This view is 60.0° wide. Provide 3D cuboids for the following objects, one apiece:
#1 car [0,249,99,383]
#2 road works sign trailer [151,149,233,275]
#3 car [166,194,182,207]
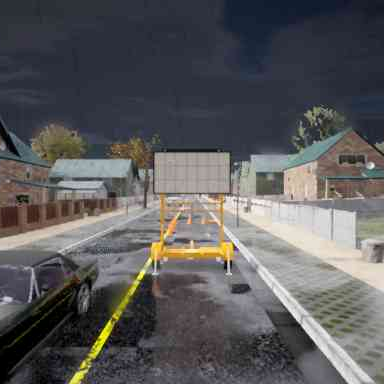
[{"bbox_3d":[-2.850,1.602,4.652,1.895,1.301,4.718,0,0,0],"label":"car"},{"bbox_3d":[0.002,0.467,10.417,2.380,3.560,2.880,0,0,0],"label":"road works sign trailer"},{"bbox_3d":[-2.740,1.218,51.384,2.150,2.045,5.566,0,0,0],"label":"car"}]
